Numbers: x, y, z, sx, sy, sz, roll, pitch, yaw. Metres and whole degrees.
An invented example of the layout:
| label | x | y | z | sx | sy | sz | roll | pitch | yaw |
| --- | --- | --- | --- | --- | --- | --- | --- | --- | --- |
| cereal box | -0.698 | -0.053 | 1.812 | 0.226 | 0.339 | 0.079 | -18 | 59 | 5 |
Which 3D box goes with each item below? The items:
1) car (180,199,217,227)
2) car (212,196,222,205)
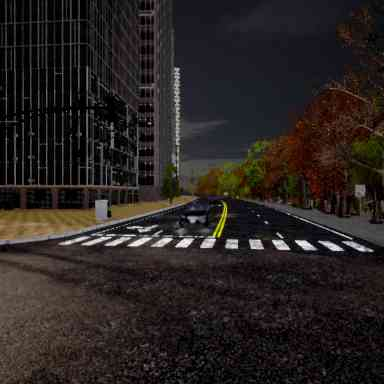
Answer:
| label | x | y | z | sx | sy | sz | roll | pitch | yaw |
| --- | --- | --- | --- | --- | --- | --- | --- | --- | --- |
| car | 0.344 | 1.502 | 22.805 | 2.128 | 1.511 | 4.902 | 0 | 0 | 7 |
| car | 4.334 | 1.508 | 60.088 | 2.033 | 1.411 | 5.357 | 0 | 0 | 5 |
